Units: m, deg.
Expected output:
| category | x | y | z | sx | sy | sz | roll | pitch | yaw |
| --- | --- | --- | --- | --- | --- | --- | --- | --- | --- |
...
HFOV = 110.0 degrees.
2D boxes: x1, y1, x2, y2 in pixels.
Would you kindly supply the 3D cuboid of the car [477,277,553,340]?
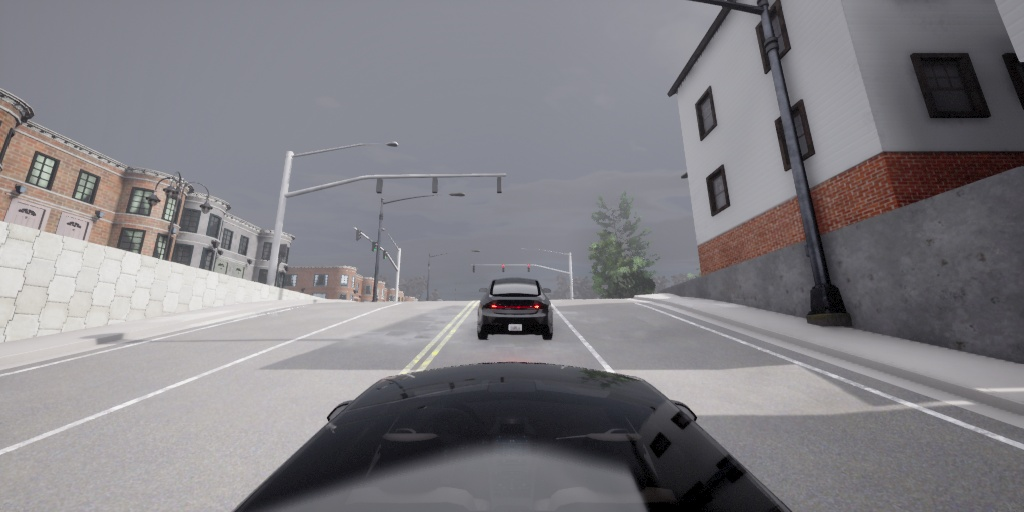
| category | x | y | z | sx | sy | sz | roll | pitch | yaw |
| --- | --- | --- | --- | --- | --- | --- | --- | --- | --- |
| car | 0.088 | 1.352 | 10.353 | 1.837 | 1.490 | 4.892 | 0 | 0 | 0 |
